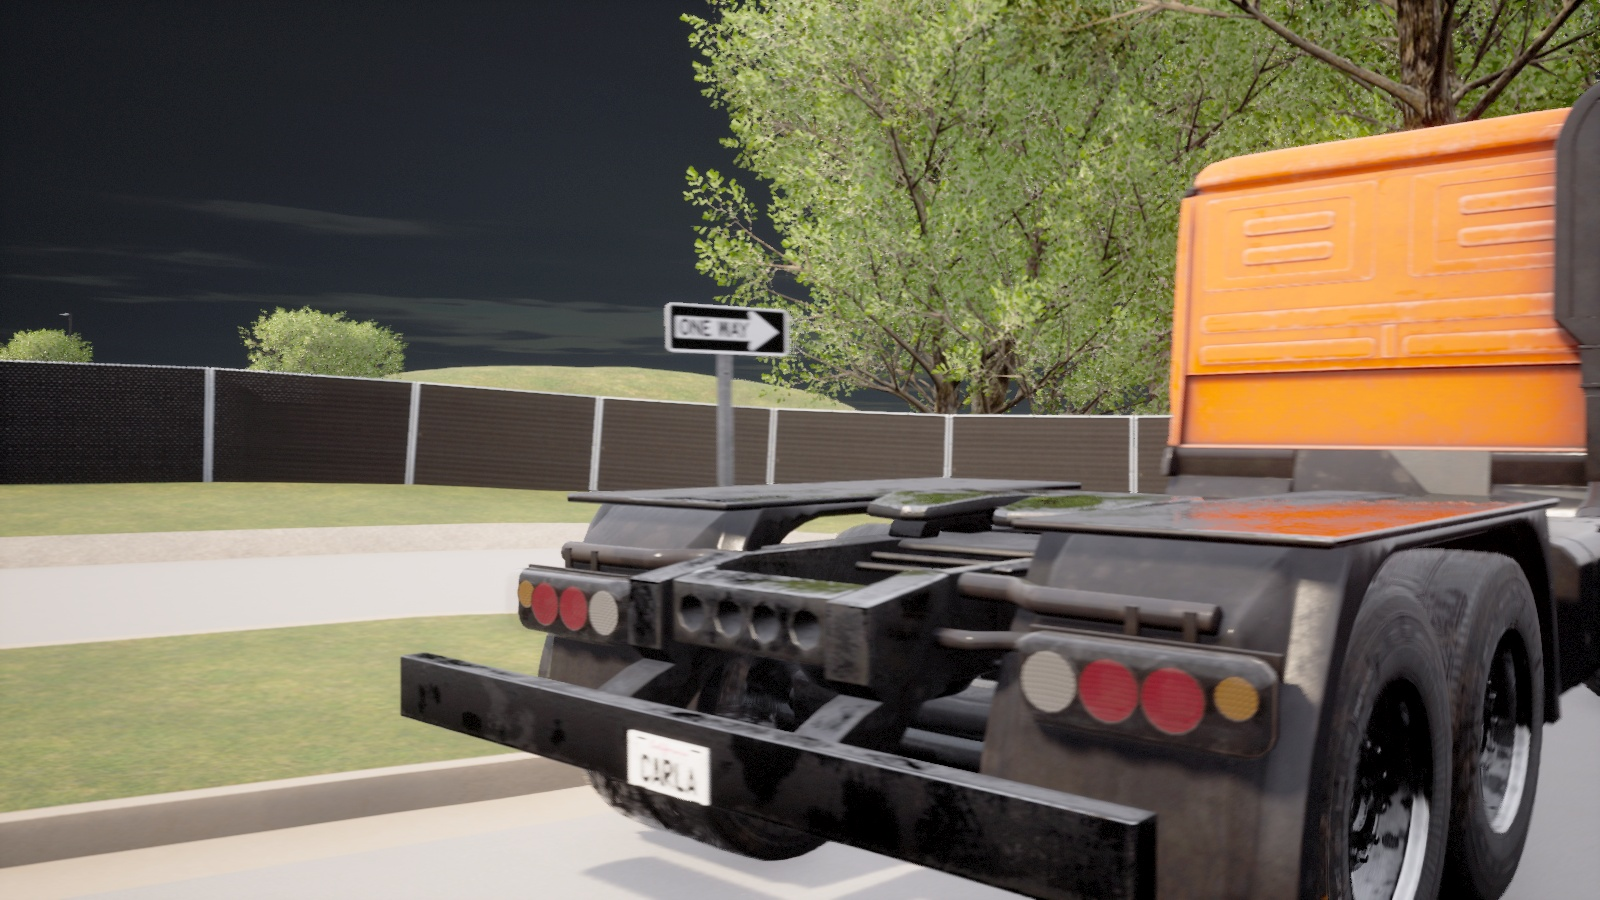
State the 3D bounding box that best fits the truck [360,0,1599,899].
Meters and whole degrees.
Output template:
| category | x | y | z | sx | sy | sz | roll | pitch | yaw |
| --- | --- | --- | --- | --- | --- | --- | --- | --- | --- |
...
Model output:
| category | x | y | z | sx | sy | sz | roll | pitch | yaw |
| --- | --- | --- | --- | --- | --- | --- | --- | --- | --- |
| truck | 2.274 | -0.272 | 6.140 | 2.891 | 3.462 | 7.936 | 1 | 1 | 42 |
